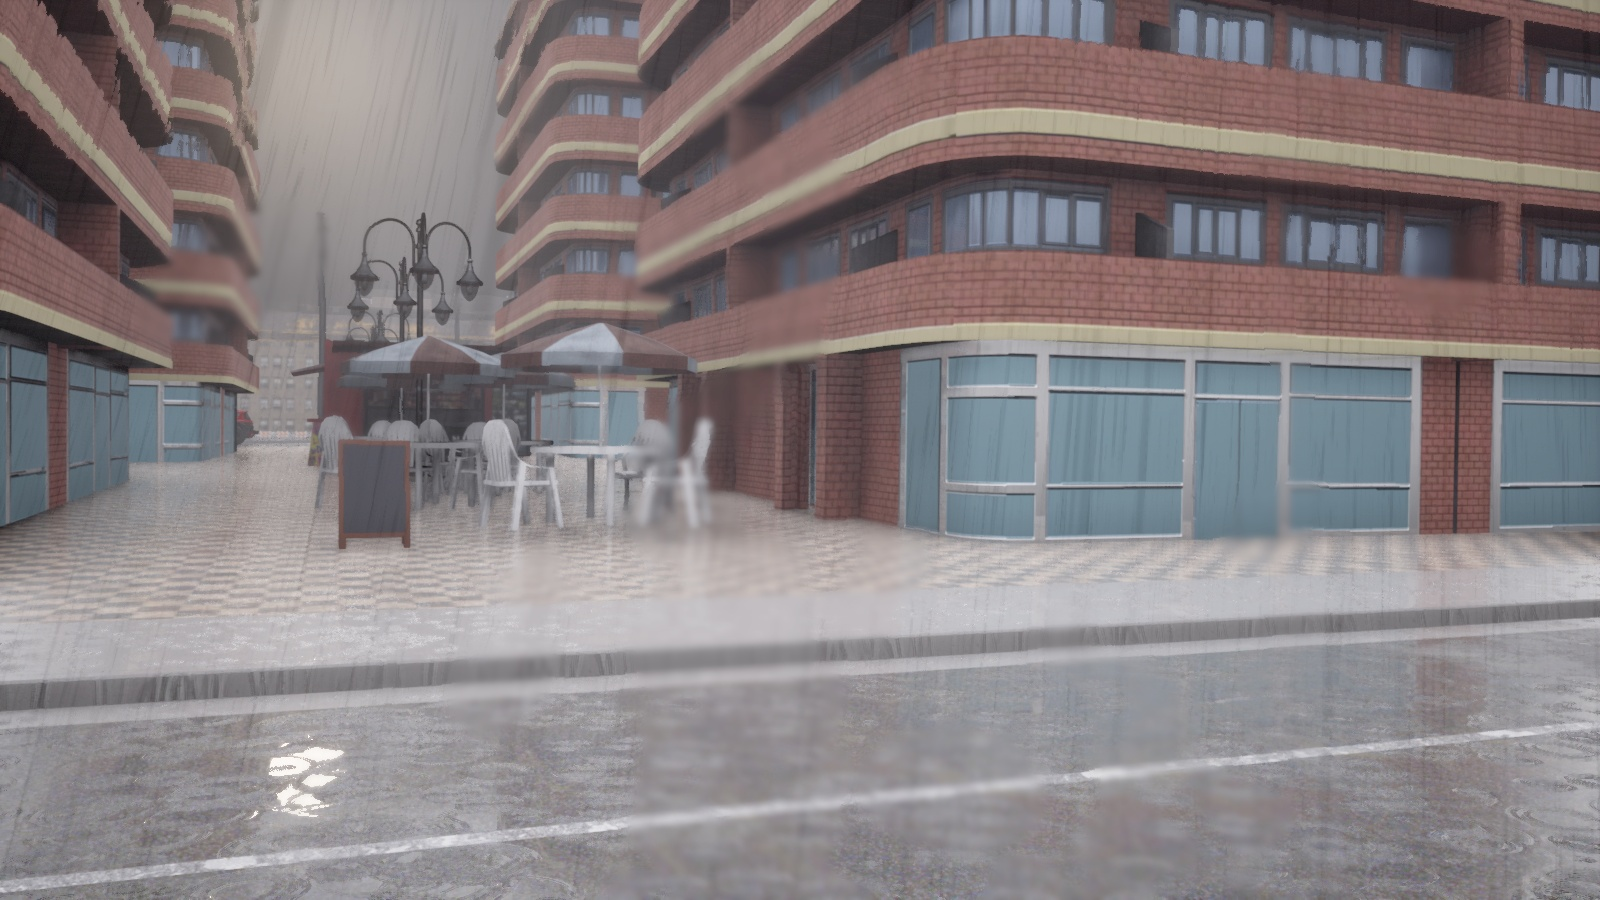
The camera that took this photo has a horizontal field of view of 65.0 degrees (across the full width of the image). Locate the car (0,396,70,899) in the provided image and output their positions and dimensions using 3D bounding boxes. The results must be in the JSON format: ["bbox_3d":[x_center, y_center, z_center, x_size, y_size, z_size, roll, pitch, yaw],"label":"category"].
[{"bbox_3d":[-3.978,0.740,1.726,4.856,1.649,2.033,-1,1,-21],"label":"car"}]

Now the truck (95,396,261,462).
[{"bbox_3d":[-34.598,-1.211,70.200,7.936,3.462,2.891,-2,1,-21],"label":"truck"}]

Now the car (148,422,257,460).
[{"bbox_3d":[-35.041,-0.576,73.784,5.566,2.045,2.150,-2,1,-21],"label":"car"}]
